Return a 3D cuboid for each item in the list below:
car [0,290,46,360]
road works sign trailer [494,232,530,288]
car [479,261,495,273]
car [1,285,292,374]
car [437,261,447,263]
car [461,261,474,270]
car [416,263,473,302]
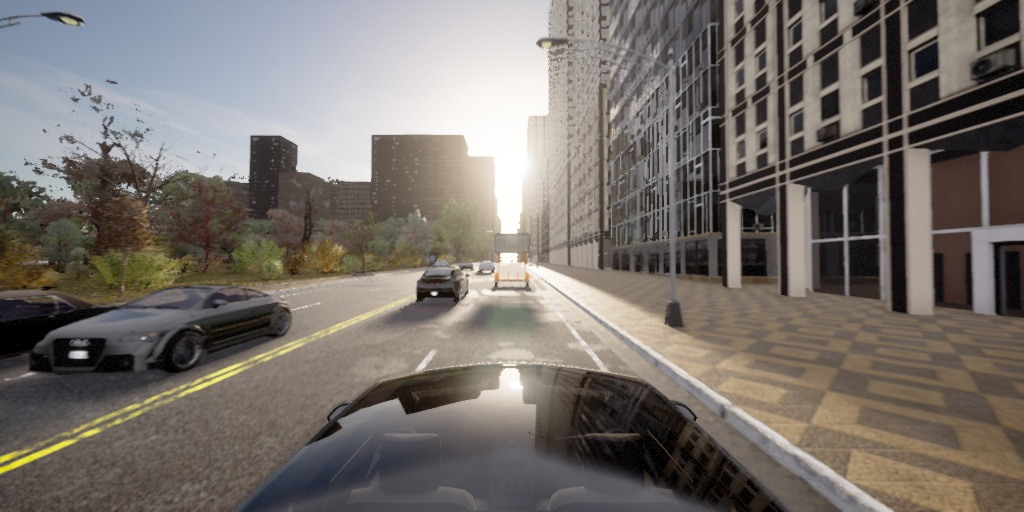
[{"bbox_3d":[-9.851,1.349,6.461,1.895,1.301,4.718,0,0,0],"label":"car"},{"bbox_3d":[-0.003,0.221,24.027,2.380,3.560,2.880,0,0,0],"label":"road works sign trailer"},{"bbox_3d":[-3.165,1.346,45.940,1.812,1.442,4.674,0,0,0],"label":"car"},{"bbox_3d":[-6.601,1.311,7.449,1.994,1.385,4.181,0,0,0],"label":"car"},{"bbox_3d":[-9.832,1.361,49.858,1.812,1.442,4.674,0,0,0],"label":"car"},{"bbox_3d":[-6.576,1.406,51.504,1.994,1.385,4.181,0,0,0],"label":"car"},{"bbox_3d":[-3.156,1.255,16.965,1.837,1.490,4.892,0,0,0],"label":"car"}]
